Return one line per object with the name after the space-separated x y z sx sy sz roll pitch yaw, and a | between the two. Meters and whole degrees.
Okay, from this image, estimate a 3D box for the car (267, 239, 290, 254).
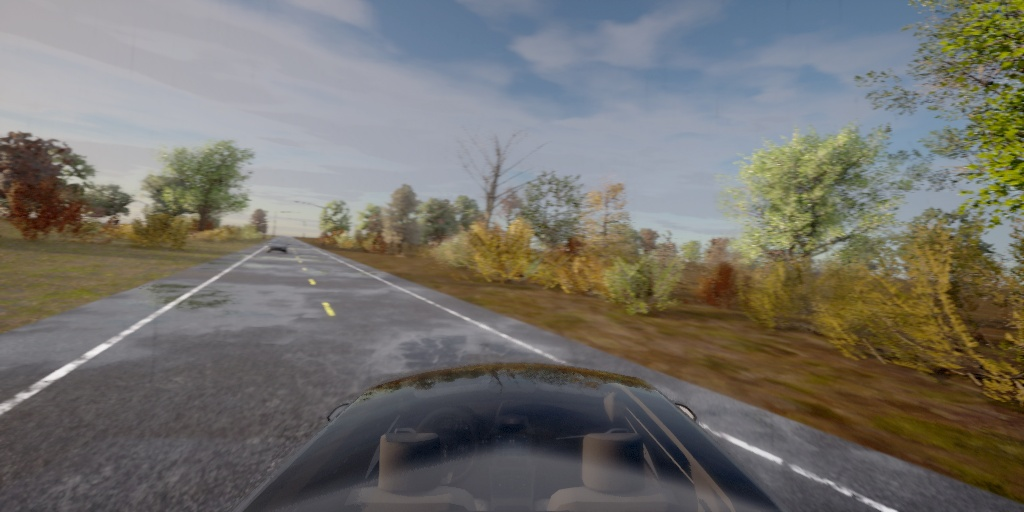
-26.110 -1.079 40.033 1.837 1.490 4.892 5 0 -32 | car
